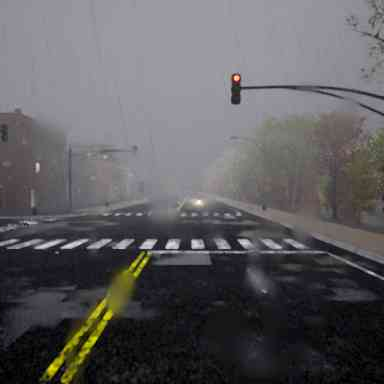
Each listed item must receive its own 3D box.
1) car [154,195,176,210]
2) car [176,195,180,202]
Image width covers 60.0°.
[{"bbox_3d":[-3.257,1.397,39.093,1.812,1.442,4.674,0,1,0],"label":"car"},{"bbox_3d":[-3.336,1.239,67.064,2.033,1.411,5.357,0,0,0],"label":"car"}]
